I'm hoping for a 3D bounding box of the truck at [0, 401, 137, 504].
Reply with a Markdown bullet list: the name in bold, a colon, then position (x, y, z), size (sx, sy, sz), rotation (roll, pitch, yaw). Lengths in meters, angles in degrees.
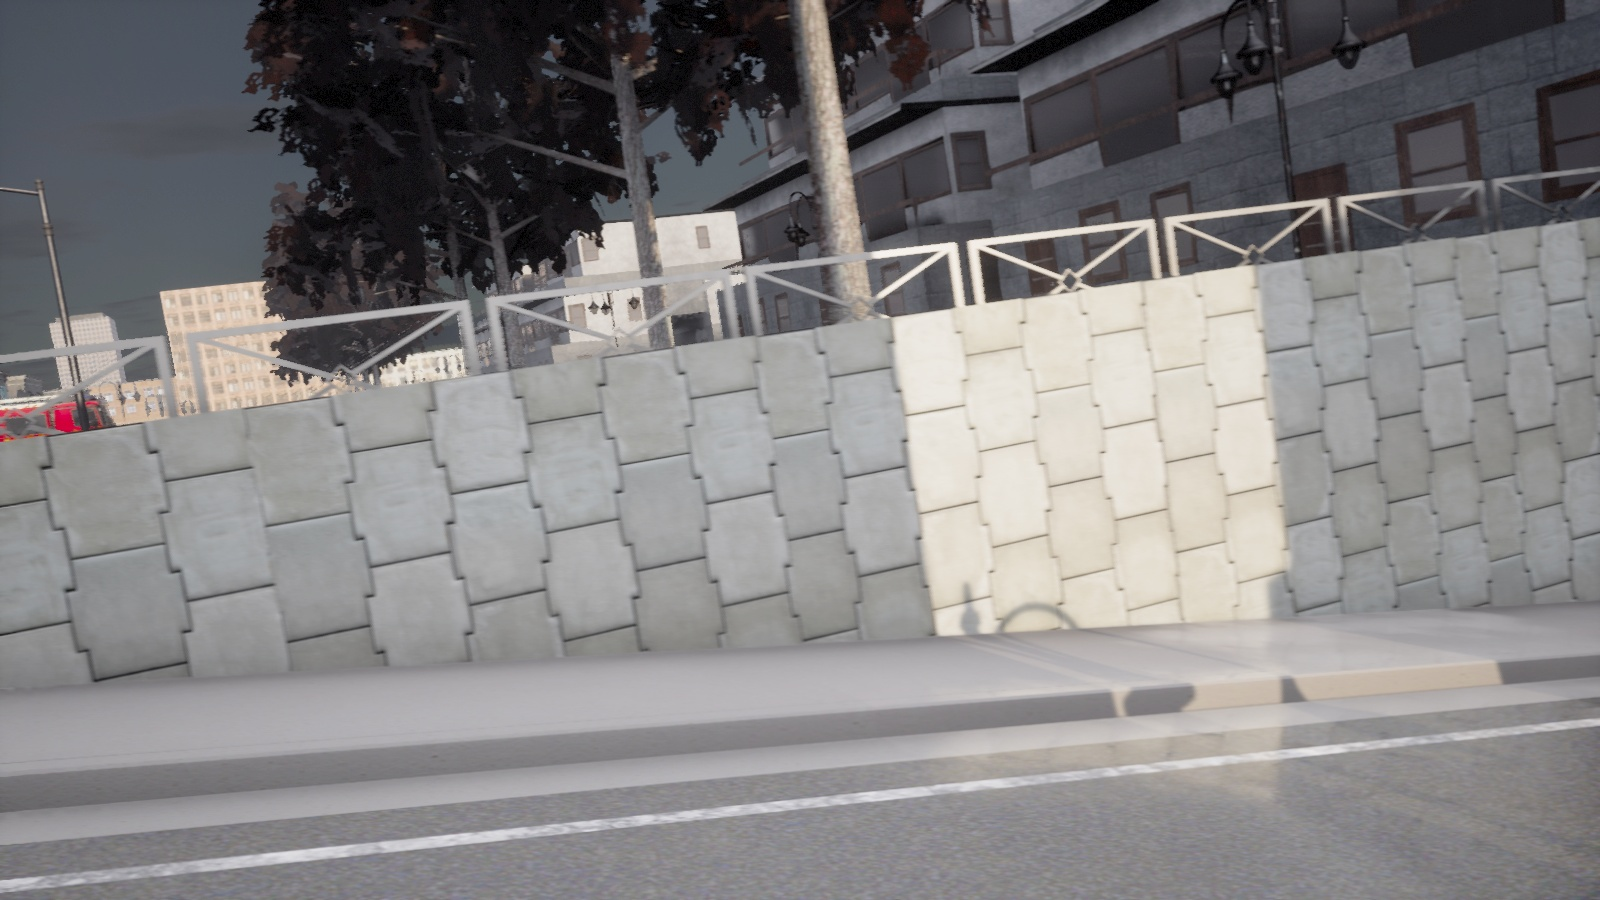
- **truck**: position (-35.371, 0.336, 57.069), size (8.468, 3.827, 2.891), rotation (-10, 5, -21)
